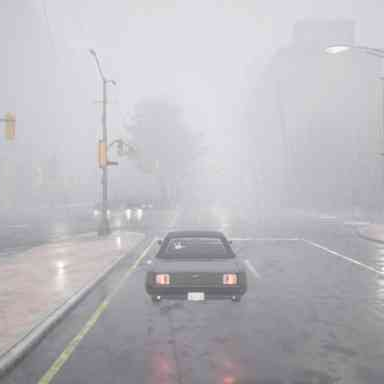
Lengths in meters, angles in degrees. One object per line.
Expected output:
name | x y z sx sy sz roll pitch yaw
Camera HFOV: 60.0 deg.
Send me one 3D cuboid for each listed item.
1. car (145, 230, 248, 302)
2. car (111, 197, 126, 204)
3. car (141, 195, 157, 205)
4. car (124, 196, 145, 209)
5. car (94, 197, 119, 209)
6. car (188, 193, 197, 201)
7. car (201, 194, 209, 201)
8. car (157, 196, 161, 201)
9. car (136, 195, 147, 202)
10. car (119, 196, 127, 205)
car | 0.080 1.601 8.233 1.895 1.301 4.718 0 0 0
car | -14.702 1.595 66.897 1.895 1.301 4.718 0 0 0
car | -8.028 1.563 60.432 1.994 1.385 4.181 0 0 0
car | -7.660 1.601 44.638 1.895 1.301 4.718 0 0 -7
car | -11.567 1.601 44.570 1.895 1.301 4.718 0 0 0
car | 0.061 1.218 86.531 2.150 2.045 5.566 0 0 0
car | 3.561 1.519 86.915 2.128 1.511 4.902 0 0 0
car | -7.947 1.540 75.537 2.033 1.411 5.357 0 0 0
car | -11.447 1.524 75.610 1.812 1.442 4.674 0 0 0
car | -11.525 1.505 60.482 1.837 1.490 4.892 0 0 0
